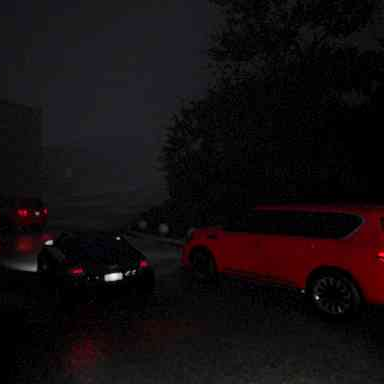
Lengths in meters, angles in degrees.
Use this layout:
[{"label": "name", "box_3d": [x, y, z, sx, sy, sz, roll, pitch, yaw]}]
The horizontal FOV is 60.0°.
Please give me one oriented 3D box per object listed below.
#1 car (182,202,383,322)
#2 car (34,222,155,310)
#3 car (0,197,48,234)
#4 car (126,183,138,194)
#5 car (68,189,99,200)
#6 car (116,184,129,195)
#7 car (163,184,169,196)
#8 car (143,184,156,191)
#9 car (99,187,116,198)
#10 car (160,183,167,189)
[{"label": "car", "box_3d": [2.182, 1.259, 7.691, 2.150, 2.045, 5.566, 0, 0, -43]}, {"label": "car", "box_3d": [-2.506, 1.610, 8.134, 1.994, 1.385, 4.181, 0, 0, -30]}, {"label": "car", "box_3d": [-11.363, 1.341, 20.099, 5.566, 2.045, 2.150, 0, 0, 22]}, {"label": "car", "box_3d": [-12.957, -0.789, 68.573, 2.435, 2.045, 5.566, 0, 3, 15]}, {"label": "car", "box_3d": [-17.334, 0.393, 52.335, 1.946, 1.575, 5.366, 0, 3, 15]}, {"label": "car", "box_3d": [-14.461, -0.220, 62.985, 1.946, 1.575, 5.366, 0, 3, 15]}, {"label": "car", "box_3d": [-3.063, -0.168, 59.942, 1.837, 1.490, 4.892, 0, 3, 15]}, {"label": "car", "box_3d": [-10.095, -1.118, 79.240, 2.163, 1.488, 4.792, 0, 3, 15]}, {"label": "car", "box_3d": [-15.893, 0.085, 57.658, 1.946, 1.575, 5.366, 0, 3, 15]}, {"label": "car", "box_3d": [-7.219, -1.759, 89.929, 2.231, 1.521, 4.892, 0, 3, 15]}]
